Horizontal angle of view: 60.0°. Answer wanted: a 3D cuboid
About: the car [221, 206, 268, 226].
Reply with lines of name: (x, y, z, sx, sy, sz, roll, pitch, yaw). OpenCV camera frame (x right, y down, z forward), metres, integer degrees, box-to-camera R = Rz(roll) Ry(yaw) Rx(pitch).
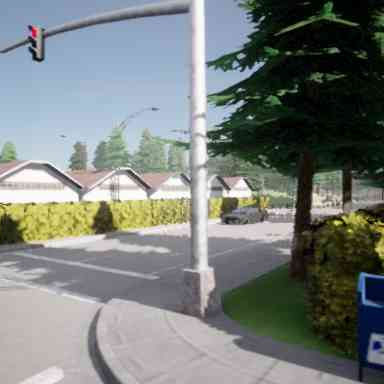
car: (4.468, 1.883, 27.300, 2.033, 1.411, 5.357, -1, 0, 36)
